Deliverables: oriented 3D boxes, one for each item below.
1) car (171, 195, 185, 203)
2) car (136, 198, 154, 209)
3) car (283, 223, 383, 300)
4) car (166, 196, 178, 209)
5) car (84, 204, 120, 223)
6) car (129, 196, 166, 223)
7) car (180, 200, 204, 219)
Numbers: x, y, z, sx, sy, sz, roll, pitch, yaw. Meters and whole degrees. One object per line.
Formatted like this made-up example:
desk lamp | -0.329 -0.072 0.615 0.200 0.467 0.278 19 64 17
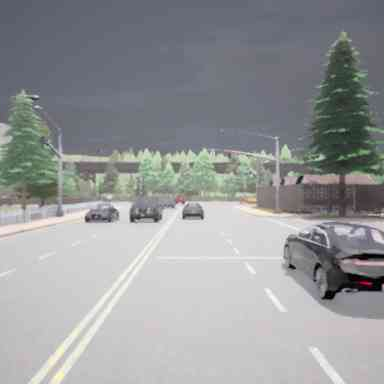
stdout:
car | -3.254 1.546 66.948 2.150 2.045 5.566 0 0 -27
car | -7.001 1.717 50.158 1.882 1.535 5.008 0 -1 0
car | 3.671 1.531 8.416 2.128 1.511 4.902 0 0 2
car | -3.498 1.749 50.474 1.837 1.490 4.892 0 -1 0
car | -7.094 1.691 26.578 1.994 1.385 4.181 0 0 0
car | -3.596 1.350 26.948 2.150 2.045 5.566 0 0 0
car | 0.102 1.713 31.374 1.994 1.385 4.181 0 0 0
